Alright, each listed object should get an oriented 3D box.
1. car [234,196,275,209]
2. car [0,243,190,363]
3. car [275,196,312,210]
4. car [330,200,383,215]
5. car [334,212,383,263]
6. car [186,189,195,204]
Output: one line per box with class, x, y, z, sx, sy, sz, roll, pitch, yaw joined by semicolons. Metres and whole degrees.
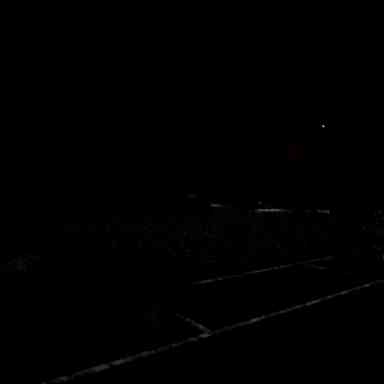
car;6.807;1.144;38.296;1.812;1.442;4.674;0;1;-35
car;-2.144;1.548;5.114;4.507;1.381;1.887;0;0;-35
car;11.345;1.185;37.488;2.128;1.511;4.902;0;1;-35
car;13.918;1.401;28.152;1.994;1.385;4.181;0;1;-35
car;6.753;1.590;11.393;4.403;1.369;2.008;0;0;-35
car;-0.070;0.634;48.134;2.150;2.045;5.566;0;1;-35
